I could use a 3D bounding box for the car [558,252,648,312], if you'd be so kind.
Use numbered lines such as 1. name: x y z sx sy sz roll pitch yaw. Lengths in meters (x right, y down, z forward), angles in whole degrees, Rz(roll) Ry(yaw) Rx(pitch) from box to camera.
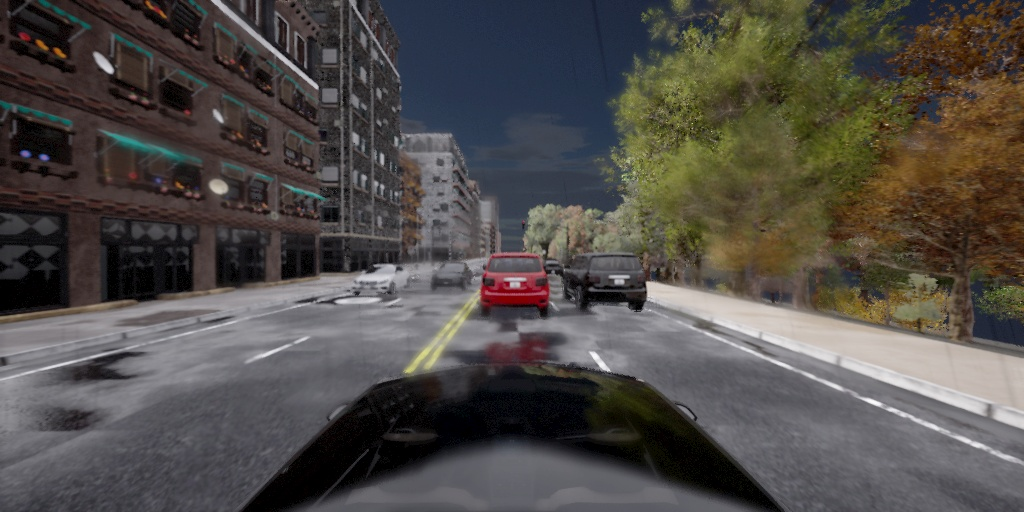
1. car: 3.346 0.879 13.890 2.150 2.045 5.566 0 0 0

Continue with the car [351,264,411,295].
1. car: -6.601 1.148 18.674 1.812 1.442 4.674 0 0 0

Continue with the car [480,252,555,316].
1. car: 0.094 0.888 13.030 2.150 2.045 5.566 0 1 0

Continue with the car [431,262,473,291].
1. car: -3.350 1.114 20.626 1.837 1.490 4.892 0 0 0

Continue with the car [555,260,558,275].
1. car: 3.347 1.034 31.449 1.837 1.490 4.892 0 0 0
